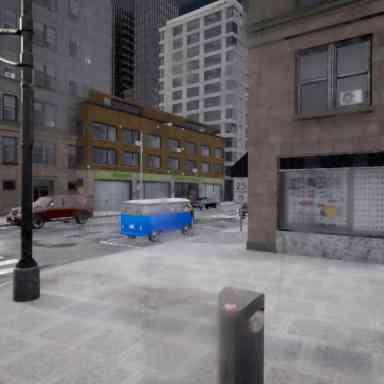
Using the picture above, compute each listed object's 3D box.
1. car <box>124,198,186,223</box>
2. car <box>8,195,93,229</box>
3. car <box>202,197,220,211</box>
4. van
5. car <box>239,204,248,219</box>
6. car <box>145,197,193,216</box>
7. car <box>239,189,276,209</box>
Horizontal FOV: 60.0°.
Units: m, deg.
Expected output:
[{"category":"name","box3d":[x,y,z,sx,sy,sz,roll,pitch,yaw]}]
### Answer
[{"category":"car","box3d":[-2.547,1.274,24.108,1.812,1.442,4.674,0,1,35]},{"category":"car","box3d":[-8.425,1.123,20.384,2.192,1.841,5.009,1,1,35]},{"category":"car","box3d":[1.285,1.167,34.131,1.947,1.339,4.313,1,2,35]},{"category":"van","box3d":[-1.463,1.208,15.465,1.690,1.788,3.998,1,1,35]},{"category":"car","box3d":[5.010,1.280,24.629,2.008,1.369,4.403,1,1,35]},{"category":"car","box3d":[-1.952,1.215,29.549,1.887,1.381,4.507,1,1,35]},{"category":"car","box3d":[7.757,0.744,38.661,2.150,2.045,5.566,0,2,35]}]
